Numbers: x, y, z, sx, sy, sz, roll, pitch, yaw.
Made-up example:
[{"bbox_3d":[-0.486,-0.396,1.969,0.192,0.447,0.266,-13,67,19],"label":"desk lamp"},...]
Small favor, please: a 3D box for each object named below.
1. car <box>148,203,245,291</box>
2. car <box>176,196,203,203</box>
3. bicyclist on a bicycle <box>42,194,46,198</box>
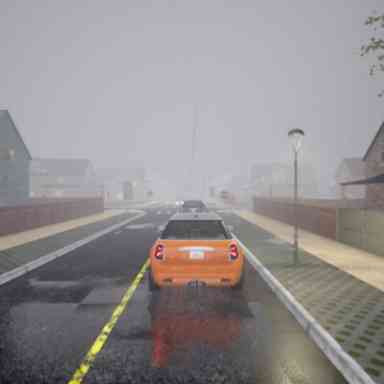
[{"bbox_3d":[0.098,1.332,9.083,2.097,1.767,4.553,0,0,0],"label":"car"},{"bbox_3d":[0.099,1.306,24.990,2.097,1.767,4.553,0,0,0],"label":"car"},{"bbox_3d":[-20.154,1.128,45.342,0.582,1.620,1.656,0,1,0],"label":"bicyclist on a bicycle"}]
